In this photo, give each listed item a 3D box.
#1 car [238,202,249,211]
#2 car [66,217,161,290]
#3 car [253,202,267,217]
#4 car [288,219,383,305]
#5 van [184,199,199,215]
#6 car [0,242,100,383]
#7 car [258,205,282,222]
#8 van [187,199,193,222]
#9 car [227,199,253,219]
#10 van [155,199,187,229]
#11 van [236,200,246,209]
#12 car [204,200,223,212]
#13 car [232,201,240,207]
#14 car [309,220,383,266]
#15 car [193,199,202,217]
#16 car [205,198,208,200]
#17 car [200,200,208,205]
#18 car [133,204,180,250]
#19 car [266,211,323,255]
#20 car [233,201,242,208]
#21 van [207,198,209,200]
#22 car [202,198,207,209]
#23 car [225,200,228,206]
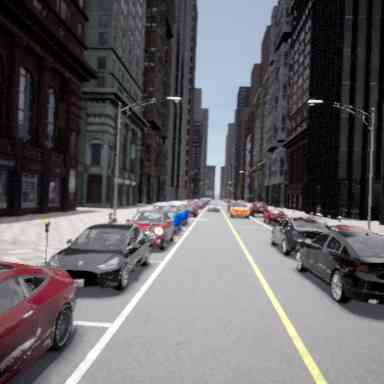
[{"bbox_3d":[10.020,2.797,65.063,1.752,1.417,4.829,2,-1,4],"label":"car"},{"bbox_3d":[-2.291,1.583,9.230,1.947,1.339,4.313,2,-1,4],"label":"car"},{"bbox_3d":[8.498,2.217,42.405,2.192,1.841,5.009,2,-1,4],"label":"car"},{"bbox_3d":[4.250,1.770,8.891,1.882,1.535,5.008,2,-1,2],"label":"car"},{"bbox_3d":[-0.002,1.889,42.970,1.690,1.788,3.998,2,-1,4],"label":"van"},{"bbox_3d":[-2.671,1.514,3.607,1.802,1.307,4.206,2,-1,4],"label":"car"},{"bbox_3d":[7.729,2.268,31.157,1.887,1.381,4.507,2,-1,4],"label":"car"},{"bbox_3d":[-1.142,1.621,26.102,1.690,1.788,3.998,2,-1,4],"label":"van"},{"bbox_3d":[5.549,2.085,39.061,2.097,1.767,4.553,2,-1,4],"label":"car"},{"bbox_3d":[-1.522,1.533,20.479,1.690,1.788,3.998,2,-1,4],"label":"van"},{"bbox_3d":[10.395,2.703,70.519,1.690,1.788,3.998,2,-1,4],"label":"van"},{"bbox_3d":[3.287,2.393,50.837,1.895,1.301,4.718,2,-1,4],"label":"car"},{"bbox_3d":[11.539,3.169,87.554,1.752,1.417,4.829,2,-1,4],"label":"car"},{"bbox_3d":[6.587,2.041,14.289,1.802,1.307,4.206,2,-1,4],"label":"car"},{"bbox_3d":[-0.381,1.773,37.348,2.192,1.841,5.009,2,-1,4],"label":"car"},{"bbox_3d":[1.888,2.573,71.083,1.947,1.339,4.313,2,-1,4],"label":"car"},{"bbox_3d":[3.407,2.946,93.576,1.947,1.339,4.313,2,-1,4],"label":"car"},{"bbox_3d":[-1.906,1.545,14.855,1.967,1.590,4.097,2,-1,4],"label":"car"},{"bbox_3d":[4.768,1.895,14.891,1.837,1.490,4.892,2,-1,4],"label":"car"},{"bbox_3d":[11.151,2.988,81.763,1.967,1.590,4.097,2,-1,4],"label":"car"},{"bbox_3d":[2.656,2.534,82.333,1.690,1.788,3.998,2,-1,4],"label":"van"},{"bbox_3d":[1.129,2.366,59.837,1.887,1.381,4.507,2,-1,4],"label":"car"},{"bbox_3d":[6.235,2.411,49.940,1.837,1.490,4.892,2,-1,4],"label":"car"}]
